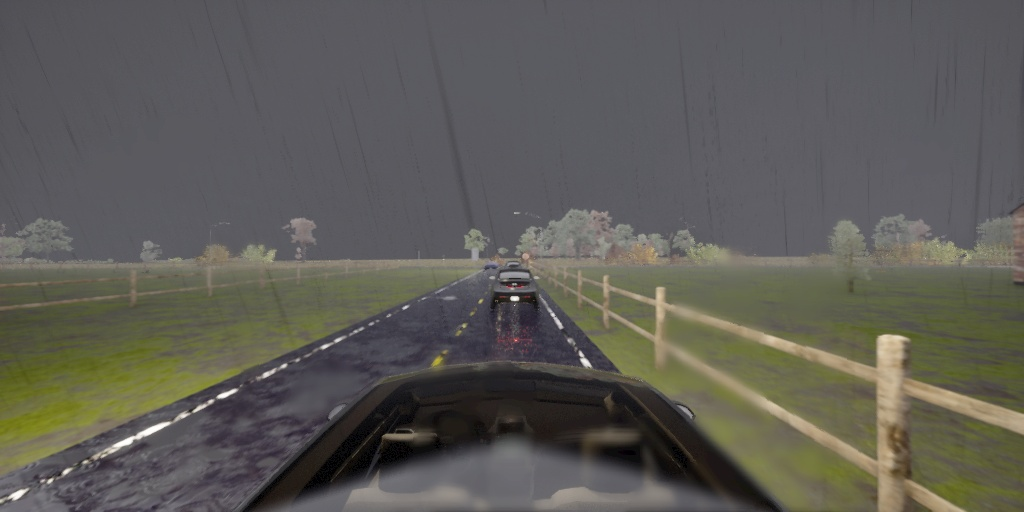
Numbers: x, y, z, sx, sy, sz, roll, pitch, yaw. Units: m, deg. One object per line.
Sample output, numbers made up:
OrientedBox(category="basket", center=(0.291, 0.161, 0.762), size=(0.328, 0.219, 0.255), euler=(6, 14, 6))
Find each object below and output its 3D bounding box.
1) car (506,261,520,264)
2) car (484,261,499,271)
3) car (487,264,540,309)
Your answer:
OrientedBox(category="car", center=(0.112, 1.242, 35.411), size=(1.837, 1.490, 4.892), euler=(0, 0, 0))
OrientedBox(category="car", center=(-2.766, 1.332, 49.036), size=(1.895, 1.301, 4.718), euler=(0, 0, 1))
OrientedBox(category="car", center=(0.104, 1.251, 15.030), size=(1.837, 1.490, 4.892), euler=(0, 0, 0))
